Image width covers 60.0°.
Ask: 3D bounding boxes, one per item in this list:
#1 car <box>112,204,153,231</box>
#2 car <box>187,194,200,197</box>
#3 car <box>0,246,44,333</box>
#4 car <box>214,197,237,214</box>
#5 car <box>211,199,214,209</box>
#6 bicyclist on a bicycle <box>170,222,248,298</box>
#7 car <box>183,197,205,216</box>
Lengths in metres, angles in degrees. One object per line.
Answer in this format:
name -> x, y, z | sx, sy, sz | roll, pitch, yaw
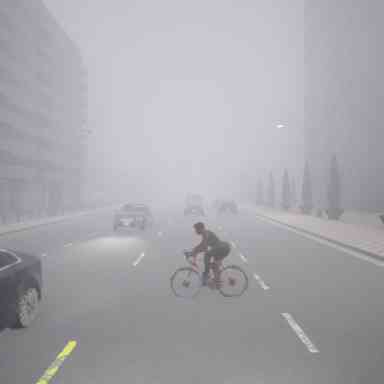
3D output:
car -> -3.568, 1.492, 20.659 | 2.128, 1.511, 4.902 | 0, 0, 0
car -> 0.220, 1.221, 43.935 | 2.150, 2.045, 5.566 | 0, 0, 1
car -> -3.591, 1.491, 4.107 | 2.128, 1.511, 4.902 | 0, 0, 0
car -> 3.659, 1.505, 35.317 | 1.837, 1.490, 4.892 | 0, 0, 1
car -> 3.663, 1.505, 45.585 | 1.837, 1.490, 4.892 | 0, 0, 1
bicyclist on a bicycle -> 0.343, 1.455, 7.024 | 1.656, 1.620, 0.582 | -2, 0, 0
car -> 0.186, 1.526, 32.503 | 1.812, 1.442, 4.674 | 0, 0, 0
